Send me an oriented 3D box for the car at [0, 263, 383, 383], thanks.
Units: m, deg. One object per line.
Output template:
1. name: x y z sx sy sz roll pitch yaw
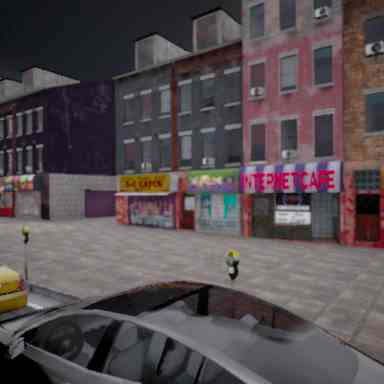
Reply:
1. car: -0.461 1.563 3.148 4.313 1.339 1.947 0 -1 36
